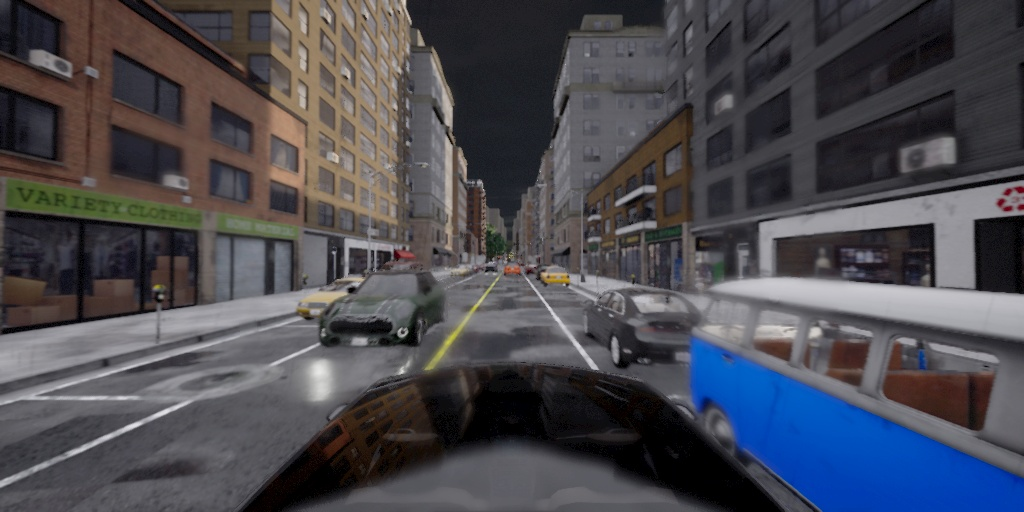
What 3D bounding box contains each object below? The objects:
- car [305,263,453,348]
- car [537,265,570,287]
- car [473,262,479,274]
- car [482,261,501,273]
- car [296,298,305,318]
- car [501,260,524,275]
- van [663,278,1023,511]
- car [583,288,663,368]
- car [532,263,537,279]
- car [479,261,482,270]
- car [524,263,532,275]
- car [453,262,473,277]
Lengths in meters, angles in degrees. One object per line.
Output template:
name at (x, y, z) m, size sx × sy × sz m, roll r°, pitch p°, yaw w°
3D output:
car at (-3.094, 1.171, 9.541) m, size 2.097 × 1.767 × 4.553 m, roll 0°, pitch -1°, yaw 0°
car at (3.169, 1.433, 27.023) m, size 1.801 × 1.575 × 5.366 m, roll 0°, pitch -1°, yaw 0°
car at (-5.824, 1.711, 46.202) m, size 2.007 × 1.370 × 4.403 m, roll 0°, pitch 0°, yaw 0°
car at (-3.040, 1.776, 52.991) m, size 2.033 × 1.411 × 5.357 m, roll 0°, pitch -1°, yaw 0°
car at (-5.848, 1.377, 13.077) m, size 1.751 × 1.417 × 4.829 m, roll 0°, pitch 0°, yaw 0°
car at (0.049, 1.527, 45.478) m, size 2.097 × 1.767 × 4.553 m, roll 0°, pitch 0°, yaw 0°
van at (2.676, 1.096, 2.275) m, size 1.690 × 1.789 × 3.998 m, roll 0°, pitch 0°, yaw 0°
car at (2.679, 1.353, 7.767) m, size 2.007 × 1.370 × 4.403 m, roll 0°, pitch 0°, yaw 0°
car at (3.170, 1.544, 33.832) m, size 1.837 × 1.490 × 4.892 m, roll 0°, pitch -1°, yaw 0°
car at (-5.820, 1.655, 51.694) m, size 1.967 × 1.591 × 4.097 m, roll 0°, pitch 0°, yaw 0°
car at (2.704, 1.705, 46.204) m, size 1.888 × 1.381 × 4.507 m, roll 0°, pitch 0°, yaw 0°
car at (-5.828, 1.632, 40.540) m, size 1.751 × 1.417 × 4.829 m, roll 0°, pitch 0°, yaw 0°
